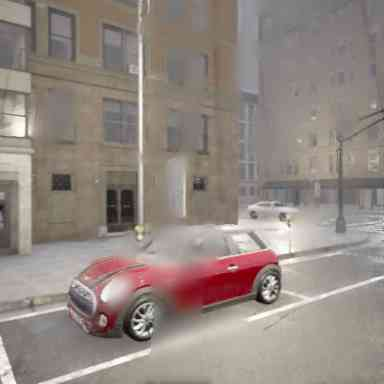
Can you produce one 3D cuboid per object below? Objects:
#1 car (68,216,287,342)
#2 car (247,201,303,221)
[{"bbox_3d":[-0.199,1.424,6.391,4.097,1.590,1.967,0,0,-36],"label":"car"},{"bbox_3d":[6.357,1.445,25.931,1.812,1.442,4.674,0,0,-37],"label":"car"}]
